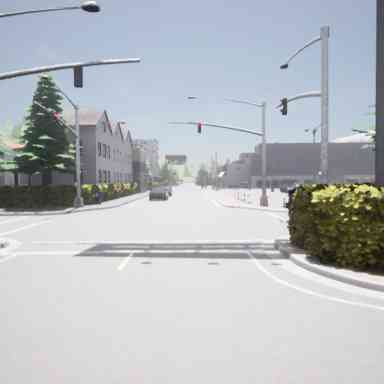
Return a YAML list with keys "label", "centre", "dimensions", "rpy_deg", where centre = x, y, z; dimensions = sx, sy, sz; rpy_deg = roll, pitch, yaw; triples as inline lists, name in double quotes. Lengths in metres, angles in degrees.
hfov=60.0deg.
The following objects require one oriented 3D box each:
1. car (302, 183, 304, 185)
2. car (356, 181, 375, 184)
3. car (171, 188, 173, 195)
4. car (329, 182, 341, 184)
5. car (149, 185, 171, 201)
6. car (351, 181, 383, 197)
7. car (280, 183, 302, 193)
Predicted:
- label: "car"
  centre: [18.765, -0.880, 59.166]
  dimensions: [1.970, 1.475, 3.806]
  rpy_deg: [-1, 2, -1]
- label: "car"
  centre: [18.941, -0.181, 34.248]
  dimensions: [1.905, 1.878, 3.866]
  rpy_deg: [-1, 2, -1]
- label: "car"
  centre: [-3.840, -0.194, 48.449]
  dimensions: [2.128, 1.511, 4.902]
  rpy_deg: [-1, 2, 0]
- label: "car"
  centre: [25.179, -1.042, 59.532]
  dimensions: [2.152, 1.636, 5.027]
  rpy_deg: [-1, 2, -1]
- label: "car"
  centre: [-3.800, 0.140, 38.318]
  dimensions: [1.882, 1.535, 5.008]
  rpy_deg: [-1, 2, 0]
- label: "car"
  centre: [22.169, -0.467, 42.135]
  dimensions: [1.932, 1.855, 4.605]
  rpy_deg: [-1, 2, -1]
- label: "car"
  centre: [15.156, -0.531, 52.098]
  dimensions: [2.007, 1.523, 4.514]
  rpy_deg: [-1, 2, -1]
